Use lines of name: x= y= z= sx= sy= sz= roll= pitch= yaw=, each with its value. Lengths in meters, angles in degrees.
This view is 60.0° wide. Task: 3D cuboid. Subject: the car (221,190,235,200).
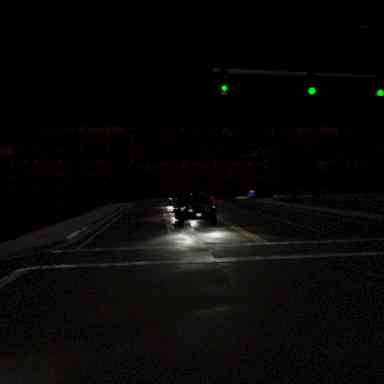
car: x=5.195 y=0.396 z=53.066 sx=2.128 sy=1.511 sz=4.902 roll=-1 pitch=1 yaw=33

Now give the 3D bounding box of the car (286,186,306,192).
car: x=26.671 y=-0.668 z=82.496 sx=2.038 sy=1.542 sz=4.974 roll=-2 pitch=1 yaw=-35

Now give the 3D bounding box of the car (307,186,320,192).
car: x=29.918 y=-0.706 z=80.657 sx=2.038 sy=1.542 sz=4.974 roll=-1 pitch=1 yaw=25

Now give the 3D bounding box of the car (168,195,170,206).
car: x=-0.931 y=0.989 z=30.406 sx=1.812 sy=1.442 sz=4.674 roll=-1 pitch=1 yaw=-5

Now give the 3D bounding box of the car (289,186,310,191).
car: x=26.638 y=-0.826 z=82.535 sx=1.853 sy=1.218 sz=4.536 roll=-2 pitch=1 yaw=-35

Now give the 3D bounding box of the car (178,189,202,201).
car: x=-0.184 y=0.428 z=50.274 sx=2.097 sy=1.767 sz=4.553 roll=-1 pitch=1 yaw=21

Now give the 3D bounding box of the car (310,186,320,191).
car: x=29.936 y=-0.865 z=80.701 sx=1.853 sy=1.218 sz=4.536 roll=-1 pitch=1 yaw=25

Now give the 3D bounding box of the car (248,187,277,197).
car: x=12.410 y=-0.033 z=60.011 sx=4.553 sy=1.767 sz=2.097 roll=-2 pitch=1 yaw=-30

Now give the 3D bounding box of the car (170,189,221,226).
car: x=0.050 y=0.842 z=20.816 sx=2.150 sy=2.045 sz=5.566 roll=-1 pitch=1 yaw=-6
